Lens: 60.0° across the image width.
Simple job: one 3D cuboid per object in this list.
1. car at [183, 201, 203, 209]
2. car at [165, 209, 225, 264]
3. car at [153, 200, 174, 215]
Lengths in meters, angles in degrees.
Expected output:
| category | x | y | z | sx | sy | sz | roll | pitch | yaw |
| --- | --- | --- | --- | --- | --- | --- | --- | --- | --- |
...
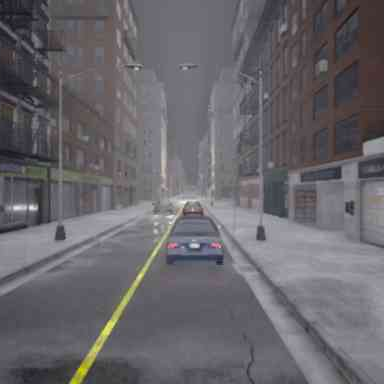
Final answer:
| category | x | y | z | sx | sy | sz | roll | pitch | yaw |
| --- | --- | --- | --- | --- | --- | --- | --- | --- | --- |
| car | 0.089 | 1.571 | 32.115 | 1.994 | 1.385 | 4.181 | 0 | 0 | 0 |
| car | 0.083 | 1.550 | 11.787 | 2.033 | 1.411 | 5.357 | 0 | 0 | 0 |
| car | -2.852 | 1.534 | 34.327 | 1.812 | 1.442 | 4.674 | 0 | 0 | 0 |
